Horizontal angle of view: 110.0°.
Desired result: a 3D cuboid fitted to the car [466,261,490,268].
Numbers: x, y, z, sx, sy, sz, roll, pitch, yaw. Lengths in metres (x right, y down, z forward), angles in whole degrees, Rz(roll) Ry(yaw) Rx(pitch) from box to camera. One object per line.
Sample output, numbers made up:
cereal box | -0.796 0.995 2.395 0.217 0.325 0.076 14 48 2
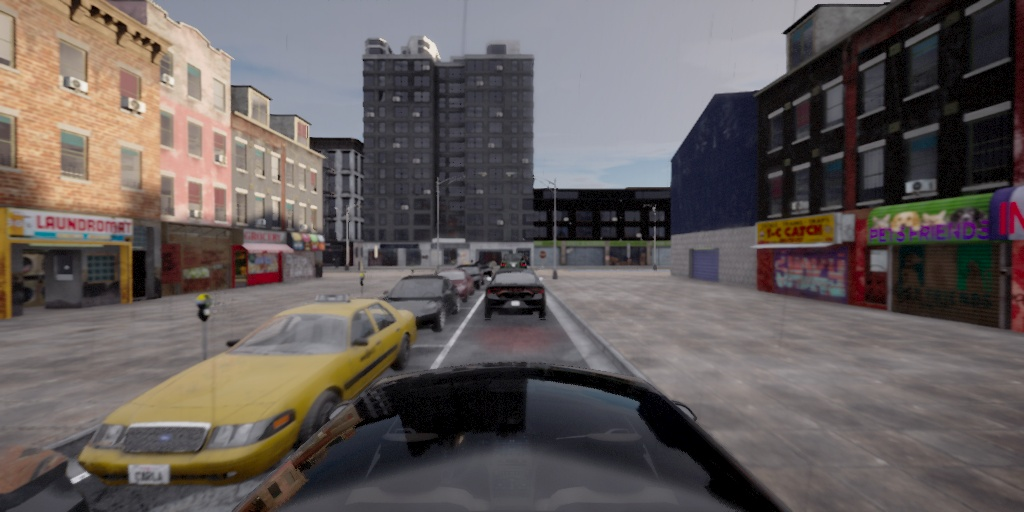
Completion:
car | -2.627 1.184 21.545 1.948 1.339 4.313 0 0 0

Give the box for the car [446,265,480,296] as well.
car | -2.630 1.236 16.093 1.802 1.307 4.207 0 0 0

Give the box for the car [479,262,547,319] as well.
car | 0.104 1.156 12.487 1.882 1.535 5.008 0 0 0

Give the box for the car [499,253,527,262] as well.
car | 0.116 0.781 30.234 2.150 2.045 5.566 0 0 0

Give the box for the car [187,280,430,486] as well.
car | -2.636 1.252 5.019 1.751 1.417 4.829 0 0 0

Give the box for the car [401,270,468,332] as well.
car | -2.633 1.257 10.641 1.948 1.339 4.313 0 0 0
